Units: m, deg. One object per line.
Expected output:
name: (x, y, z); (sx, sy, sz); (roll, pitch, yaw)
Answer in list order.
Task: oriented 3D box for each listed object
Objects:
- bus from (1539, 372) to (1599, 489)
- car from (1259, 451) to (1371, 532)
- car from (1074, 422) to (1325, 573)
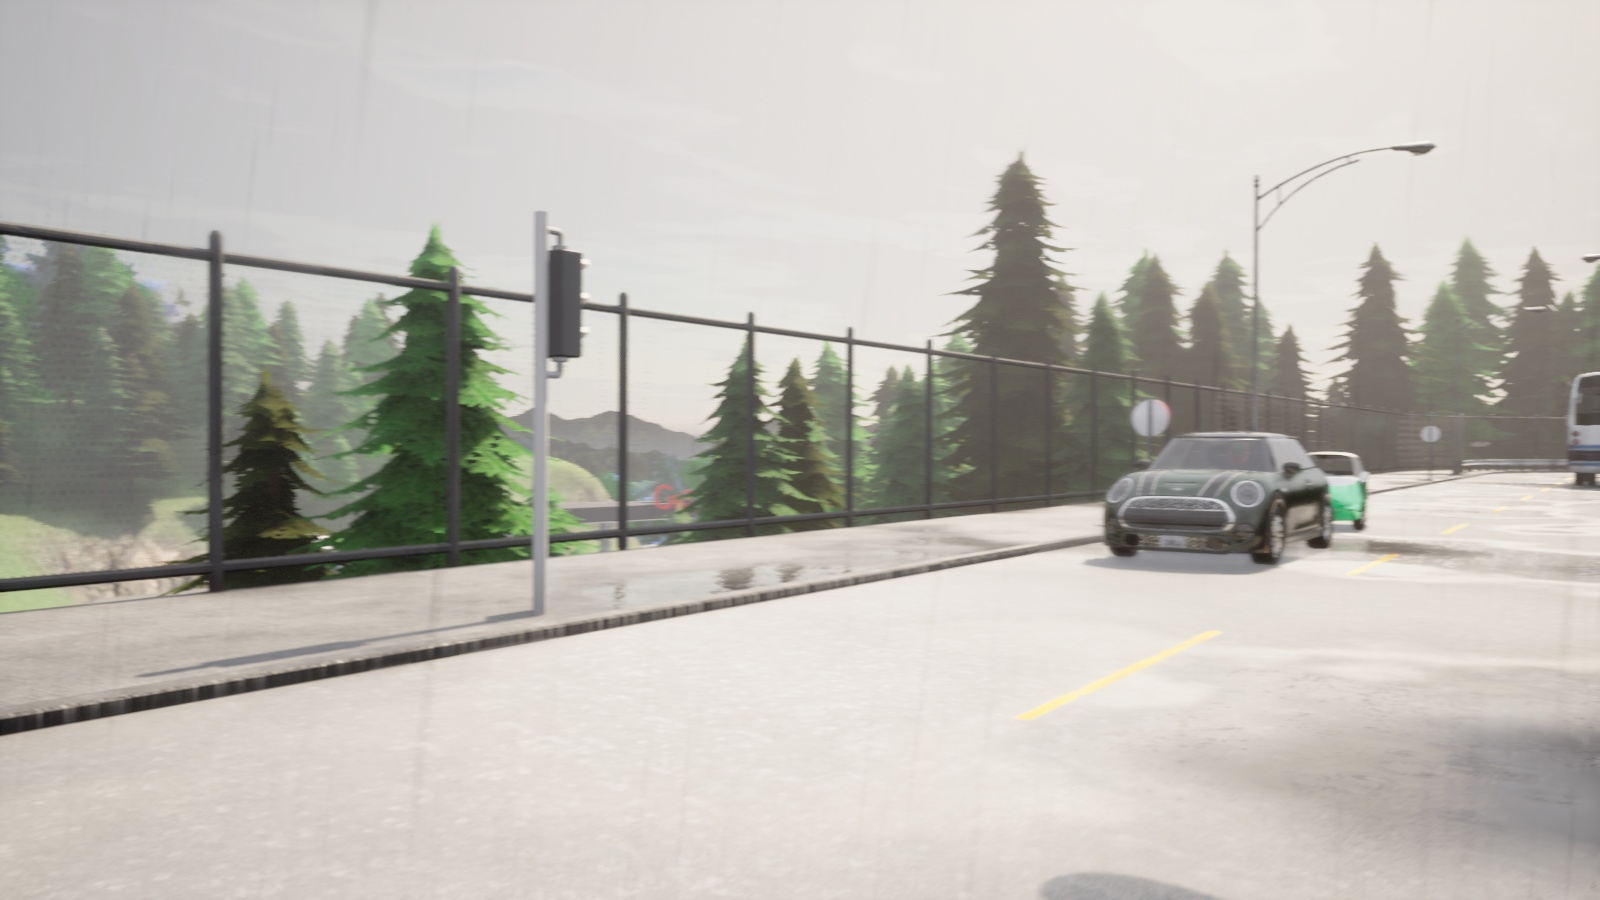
bus: (32.090, -0.716, 50.112); (3.944, 4.253, 10.273); (1, 0, 33)
car: (9.480, 0.726, 23.061); (1.481, 1.376, 2.207); (1, 0, 33)
car: (5.581, 0.539, 17.136); (2.097, 1.767, 4.553); (1, 0, 33)
